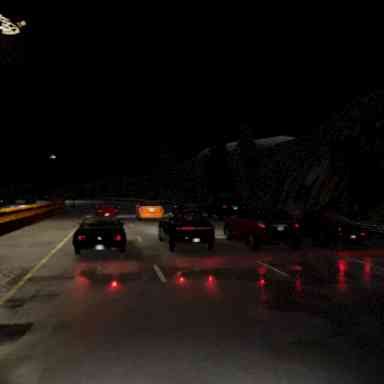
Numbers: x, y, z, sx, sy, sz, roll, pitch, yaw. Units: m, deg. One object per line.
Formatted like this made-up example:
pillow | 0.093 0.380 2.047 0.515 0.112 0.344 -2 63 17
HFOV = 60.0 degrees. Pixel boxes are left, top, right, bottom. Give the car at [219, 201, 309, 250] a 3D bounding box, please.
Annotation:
car | 3.076 1.506 15.444 2.097 1.767 4.553 1 -1 -13

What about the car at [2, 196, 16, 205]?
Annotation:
car | -32.203 1.523 58.539 1.837 1.490 4.892 1 -1 -24

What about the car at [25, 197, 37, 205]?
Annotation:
car | -29.119 1.571 60.187 2.128 1.511 4.902 1 0 -24

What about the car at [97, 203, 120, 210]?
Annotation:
car | -7.253 1.647 28.732 1.812 1.442 4.674 1 0 -13

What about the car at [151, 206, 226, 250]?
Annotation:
car | -0.381 1.599 14.849 2.128 1.511 4.902 1 0 -13

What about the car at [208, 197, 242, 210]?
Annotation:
car | 3.058 1.486 30.772 2.150 2.045 5.566 1 0 -13

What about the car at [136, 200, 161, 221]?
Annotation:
car | -3.775 1.520 29.243 2.097 1.767 4.553 1 -1 -13

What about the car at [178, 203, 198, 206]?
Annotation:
car | -0.462 1.700 30.423 1.882 1.535 5.008 1 0 -13

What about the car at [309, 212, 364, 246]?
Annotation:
car | 6.412 1.733 16.540 1.812 1.442 4.674 1 0 -13

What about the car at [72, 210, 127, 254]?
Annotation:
car | -3.747 1.657 13.863 1.895 1.301 4.718 1 0 -13
